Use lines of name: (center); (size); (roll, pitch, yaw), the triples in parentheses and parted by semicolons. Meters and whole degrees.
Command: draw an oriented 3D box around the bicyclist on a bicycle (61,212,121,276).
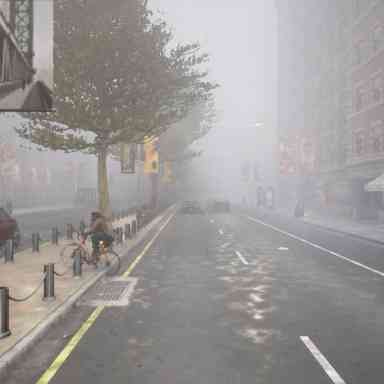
bicyclist on a bicycle: (-2.621, 1.374, 8.968); (1.656, 1.620, 0.582); (12, -5, 2)

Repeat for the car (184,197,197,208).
car: (-0.210, 1.526, 48.049); (1.812, 1.442, 4.674); (0, 0, 1)

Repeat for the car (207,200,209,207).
car: (3.237, 1.564, 47.344); (1.994, 1.385, 4.181); (0, 0, 0)

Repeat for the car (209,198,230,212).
car: (3.298, 1.478, 38.356); (1.882, 1.535, 5.008); (0, 0, 0)

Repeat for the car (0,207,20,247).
car: (-8.162, 1.351, 11.838); (2.097, 1.767, 4.553); (0, 0, 0)

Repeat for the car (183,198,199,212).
car: (-0.139, 1.601, 38.945); (1.895, 1.301, 4.718); (0, 0, -1)
